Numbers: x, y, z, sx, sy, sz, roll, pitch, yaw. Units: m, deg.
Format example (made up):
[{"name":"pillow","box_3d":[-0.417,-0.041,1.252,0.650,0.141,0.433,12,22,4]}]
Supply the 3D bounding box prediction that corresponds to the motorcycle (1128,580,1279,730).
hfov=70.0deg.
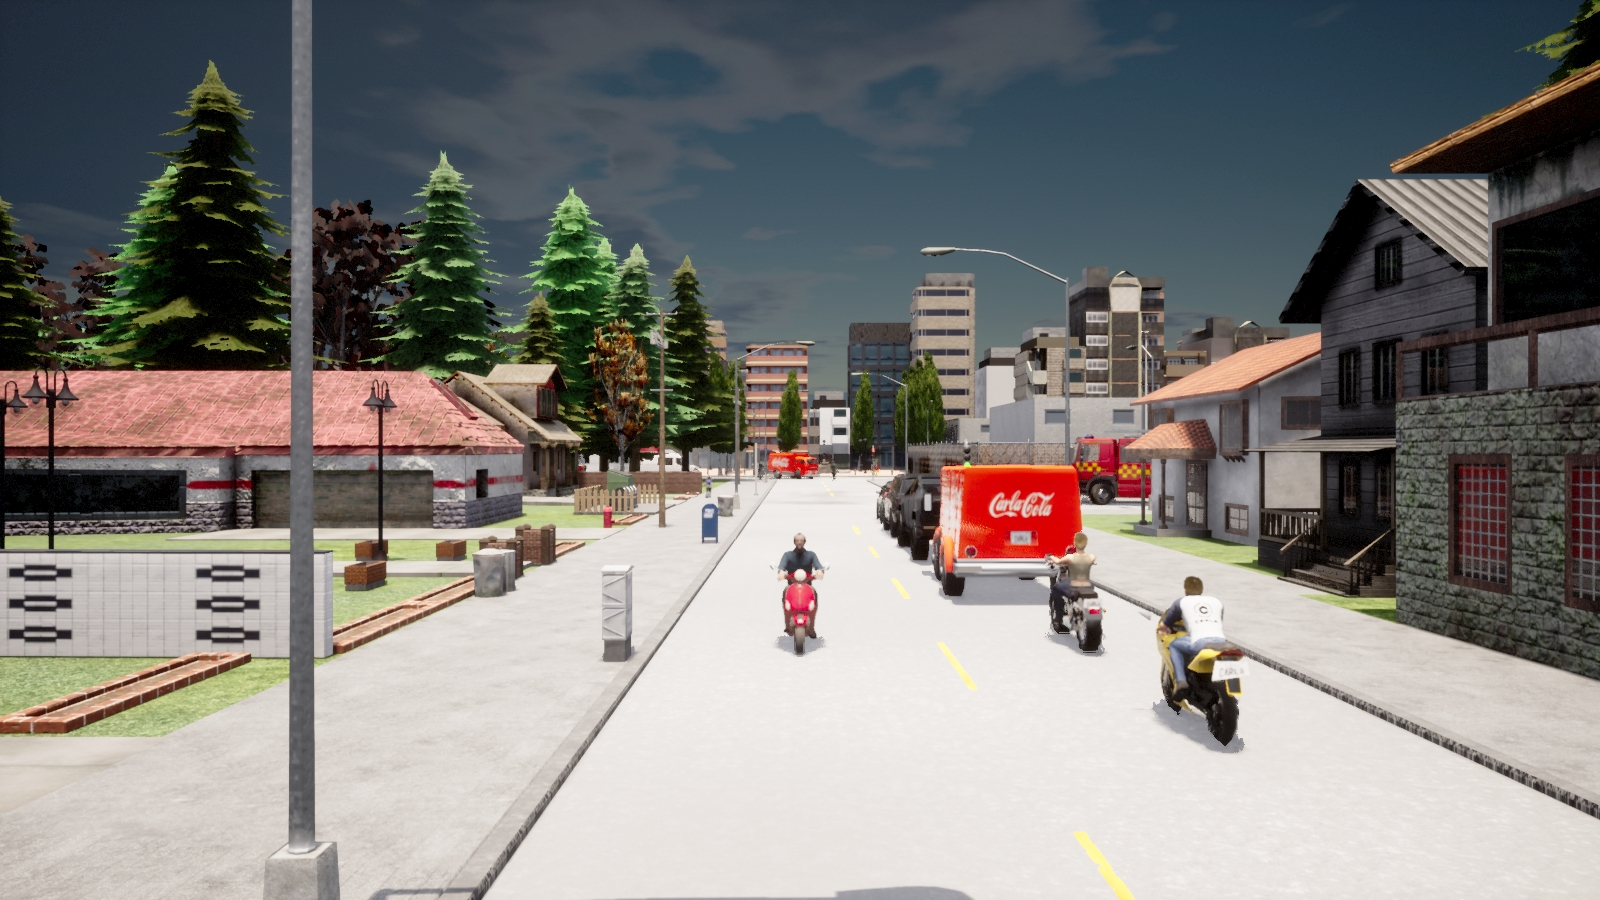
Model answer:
[{"name":"motorcycle","box_3d":[3.995,1.993,11.499,0.803,1.145,2.033,0,0,0]}]

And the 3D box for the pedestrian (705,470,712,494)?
[{"name":"pedestrian","box_3d":[-5.147,1.803,64.434,0.375,1.300,0.375,0,0,3]}]

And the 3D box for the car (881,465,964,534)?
[{"name":"car","box_3d":[3.978,1.560,38.054,2.150,2.045,5.566,0,0,0]}]

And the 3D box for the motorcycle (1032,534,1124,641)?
[{"name":"motorcycle","box_3d":[3.999,1.950,16.633,0.764,1.277,2.356,0,0,0]}]

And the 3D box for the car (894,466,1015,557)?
[{"name":"car","box_3d":[3.988,1.534,30.676,2.390,2.098,6.274,0,0,0]}]

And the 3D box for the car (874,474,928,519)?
[{"name":"car","box_3d":[3.942,1.779,45.130,1.851,1.617,3.988,0,0,1]}]

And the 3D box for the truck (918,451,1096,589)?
[{"name":"truck","box_3d":[3.996,1.327,23.163,2.627,2.467,5.204,0,-2,0]}]
